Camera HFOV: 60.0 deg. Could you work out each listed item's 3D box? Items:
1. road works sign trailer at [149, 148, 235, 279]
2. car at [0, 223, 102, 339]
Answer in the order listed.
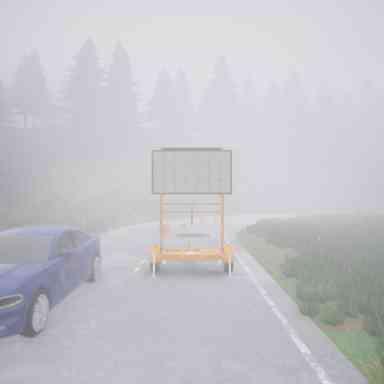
[{"bbox_3d":[-0.004,0.469,10.078,2.380,3.560,2.880,0,0,0],"label":"road works sign trailer"},{"bbox_3d":[-3.307,1.480,6.846,1.882,1.535,5.008,0,0,0],"label":"car"}]
